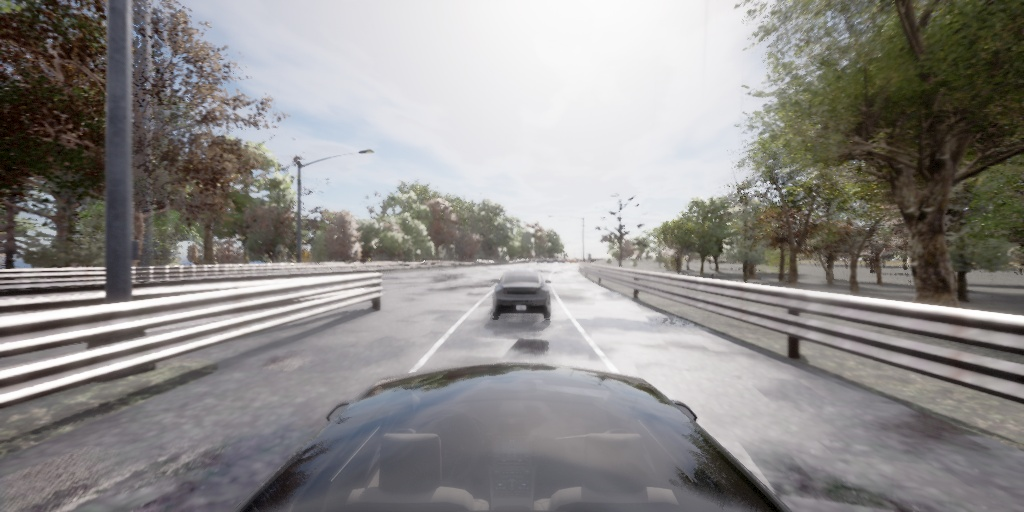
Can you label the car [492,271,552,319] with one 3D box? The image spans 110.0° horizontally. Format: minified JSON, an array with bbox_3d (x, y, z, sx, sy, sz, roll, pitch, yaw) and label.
[{"bbox_3d":[0.365,1.266,12.859,1.837,1.490,4.892,0,0,2],"label":"car"}]
